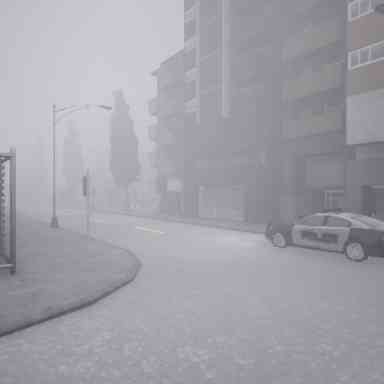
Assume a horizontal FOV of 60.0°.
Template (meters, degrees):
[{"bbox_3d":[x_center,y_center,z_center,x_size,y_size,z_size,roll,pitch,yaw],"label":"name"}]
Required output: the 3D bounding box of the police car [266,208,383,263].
[{"bbox_3d":[5.036,1.425,12.372,1.930,1.638,5.238,0,0,-36],"label":"police car"}]
